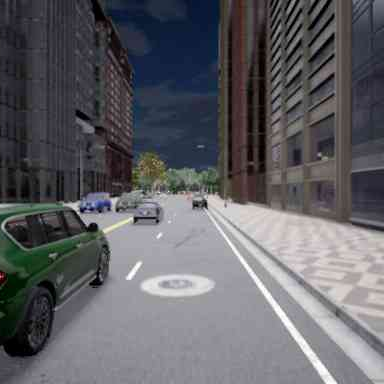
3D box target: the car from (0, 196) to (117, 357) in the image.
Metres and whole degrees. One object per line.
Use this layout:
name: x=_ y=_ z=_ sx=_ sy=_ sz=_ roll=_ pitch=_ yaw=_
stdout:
car: x=-3.150 y=1.199 z=6.126 sx=2.150 sy=2.045 sz=5.566 roll=0 pitch=0 yaw=0

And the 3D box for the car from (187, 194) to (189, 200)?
car: x=0.009 y=0.927 z=75.531 sx=2.097 sy=1.767 sz=4.553 roll=0 pitch=0 yaw=0

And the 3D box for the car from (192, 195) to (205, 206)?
car: x=0.981 y=1.263 z=51.275 sx=1.801 sy=1.575 sz=5.366 roll=0 pitch=0 yaw=0

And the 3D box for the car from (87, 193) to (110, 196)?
car: x=-9.842 y=1.091 z=34.347 sx=2.150 sy=2.045 sz=5.566 roll=0 pitch=1 yaw=0

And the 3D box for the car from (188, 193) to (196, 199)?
car: x=0.011 y=1.093 z=91.438 sx=2.033 sy=1.411 sz=5.357 roll=0 pitch=0 yaw=0

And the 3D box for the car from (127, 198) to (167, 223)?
car: x=-3.147 y=1.457 z=24.714 sx=2.033 sy=1.411 sz=5.357 roll=0 pitch=0 yaw=0

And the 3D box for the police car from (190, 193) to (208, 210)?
police car: x=0.979 y=1.272 z=41.195 sx=1.930 sy=1.638 sz=5.238 roll=0 pitch=0 yaw=0

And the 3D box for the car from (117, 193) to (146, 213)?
car: x=-6.592 y=1.089 z=35.286 sx=2.150 sy=2.045 sz=5.566 roll=0 pitch=0 yaw=0

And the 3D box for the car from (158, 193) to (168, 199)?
car: x=-6.492 y=0.958 z=75.225 sx=1.812 sy=1.442 sz=4.674 roll=0 pitch=0 yaw=0

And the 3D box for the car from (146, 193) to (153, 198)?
car: x=-9.741 y=1.006 z=74.395 sx=1.837 sy=1.490 sz=4.892 roll=0 pitch=0 yaw=0
